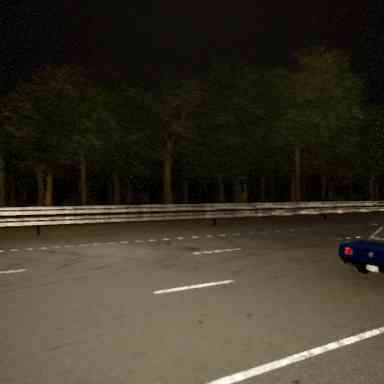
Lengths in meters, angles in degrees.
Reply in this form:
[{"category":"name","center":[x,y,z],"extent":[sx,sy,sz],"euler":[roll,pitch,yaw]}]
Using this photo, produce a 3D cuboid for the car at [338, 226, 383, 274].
[{"category":"car","center":[6.331,1.574,9.135],"extent":[4.718,1.301,1.895],"euler":[0,0,-29]}]
